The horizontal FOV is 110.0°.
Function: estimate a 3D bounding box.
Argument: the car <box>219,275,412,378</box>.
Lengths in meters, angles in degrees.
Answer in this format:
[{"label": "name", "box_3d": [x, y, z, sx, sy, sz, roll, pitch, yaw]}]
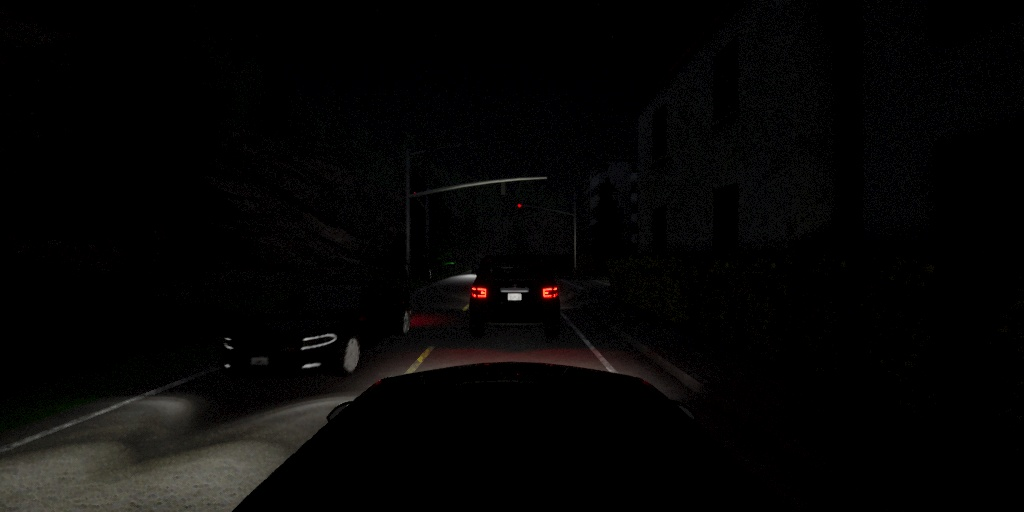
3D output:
[{"label": "car", "box_3d": [-3.611, 1.227, 7.622, 1.882, 1.535, 5.008, 0, 0, 0]}]

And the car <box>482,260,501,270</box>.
[{"label": "car", "box_3d": [-2.959, 1.271, 53.009, 1.812, 1.442, 4.674, 0, 0, 9]}]

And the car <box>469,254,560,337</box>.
[{"label": "car", "box_3d": [0.065, 0.971, 10.384, 2.150, 2.045, 5.566, 0, 0, 0]}]

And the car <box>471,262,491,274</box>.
[{"label": "car", "box_3d": [-3.590, 1.347, 42.081, 1.895, 1.301, 4.718, 0, 0, 1]}]
